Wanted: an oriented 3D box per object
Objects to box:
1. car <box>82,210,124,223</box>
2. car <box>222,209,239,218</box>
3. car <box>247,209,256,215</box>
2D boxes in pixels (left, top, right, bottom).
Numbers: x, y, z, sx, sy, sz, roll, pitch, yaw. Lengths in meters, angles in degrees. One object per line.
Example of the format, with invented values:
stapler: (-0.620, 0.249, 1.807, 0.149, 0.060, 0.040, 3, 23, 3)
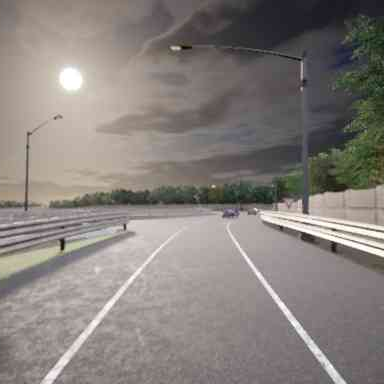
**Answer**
car: (-8.971, 2.437, 31.344, 2.033, 1.411, 5.357, -2, -3, 39)
car: (6.601, 3.616, 56.246, 1.812, 1.442, 4.674, -1, -3, 24)
car: (14.538, 4.781, 80.837, 2.128, 1.511, 4.902, 0, -3, 8)
